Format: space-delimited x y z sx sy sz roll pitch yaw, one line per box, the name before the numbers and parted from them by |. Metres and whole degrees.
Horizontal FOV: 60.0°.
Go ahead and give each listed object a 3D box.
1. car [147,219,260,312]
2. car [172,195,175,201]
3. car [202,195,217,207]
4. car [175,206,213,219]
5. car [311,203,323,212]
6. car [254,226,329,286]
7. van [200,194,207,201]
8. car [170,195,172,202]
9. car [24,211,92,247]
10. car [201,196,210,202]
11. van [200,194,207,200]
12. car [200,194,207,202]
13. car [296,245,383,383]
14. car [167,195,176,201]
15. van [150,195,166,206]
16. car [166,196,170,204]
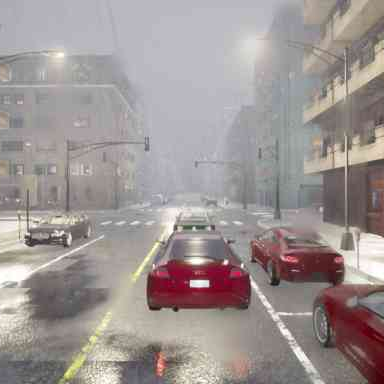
car | 0.104 1.566 7.800 1.994 1.385 4.181 0 0 -1
car | -5.388 1.575 75.536 1.947 1.339 4.313 1 0 0
car | 2.951 1.558 51.202 2.008 1.369 4.403 1 0 0
car | 0.098 1.604 16.618 1.895 1.301 4.718 0 0 0
car | 15.538 1.518 36.978 4.507 1.381 1.887 0 -1 1
car | 2.665 1.584 9.079 1.802 1.307 4.206 1 0 0
van | 3.065 1.349 86.800 1.690 1.788 3.998 1 0 0
car | -5.455 1.448 64.194 1.967 1.590 4.097 1 0 0
car | -5.774 1.554 14.816 2.008 1.369 4.403 1 0 0
car | 2.992 1.590 75.460 1.802 1.307 4.206 1 0 0
van | 3.100 1.349 92.470 1.690 1.788 3.998 1 0 0
car | 2.958 1.558 69.789 2.008 1.369 4.403 1 0 0
car | 2.667 1.583 3.408 1.802 1.307 4.206 1 0 0
car | -5.318 1.554 86.877 1.887 1.381 4.507 1 0 0
van | -5.598 1.349 52.861 1.690 1.788 3.998 1 0 0
car | -5.492 1.574 58.524 1.947 1.339 4.313 1 0 0
